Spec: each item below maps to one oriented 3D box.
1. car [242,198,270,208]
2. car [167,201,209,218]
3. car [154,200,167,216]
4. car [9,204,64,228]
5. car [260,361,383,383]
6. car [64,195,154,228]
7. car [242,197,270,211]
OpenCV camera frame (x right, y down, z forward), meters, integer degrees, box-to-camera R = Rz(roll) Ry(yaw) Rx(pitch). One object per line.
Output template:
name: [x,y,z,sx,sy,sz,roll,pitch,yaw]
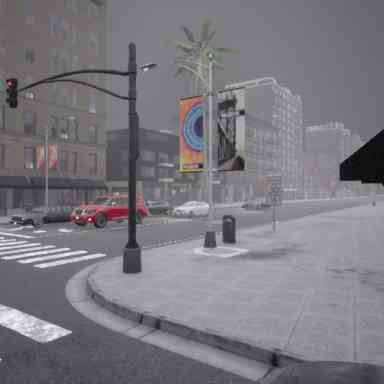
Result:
car: [9.576,1.628,49.739,2.033,1.411,5.357,0,0,36]
car: [0.127,1.564,30.811,1.812,1.442,4.674,0,0,35]
car: [-3.773,1.535,30.925,1.837,1.490,4.892,0,0,35]
car: [-9.466,1.561,22.847,2.033,1.411,5.357,0,0,35]
car: [2.169,1.551,1.301,4.403,1.369,2.008,0,0,35]
car: [-5.497,1.243,22.827,2.150,2.045,5.566,0,0,35]
car: [8.163,1.420,42.175,2.097,1.767,4.553,0,0,35]
